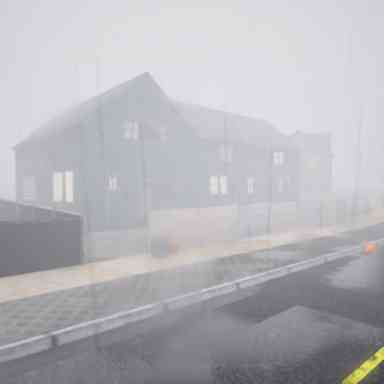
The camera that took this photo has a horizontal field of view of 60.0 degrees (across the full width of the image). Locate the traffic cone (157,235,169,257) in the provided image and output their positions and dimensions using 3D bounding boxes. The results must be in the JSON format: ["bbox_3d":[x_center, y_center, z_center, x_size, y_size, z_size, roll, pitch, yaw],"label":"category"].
[{"bbox_3d":[-0.715,1.697,10.887,0.340,0.340,0.580,-1,37,-41],"label":"traffic cone"}]
